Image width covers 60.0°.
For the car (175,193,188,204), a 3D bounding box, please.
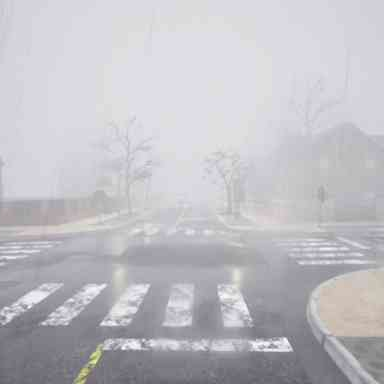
[{"bbox_3d":[-1.857,1.173,60.609,2.150,2.045,5.566,0,0,1],"label":"car"}]
